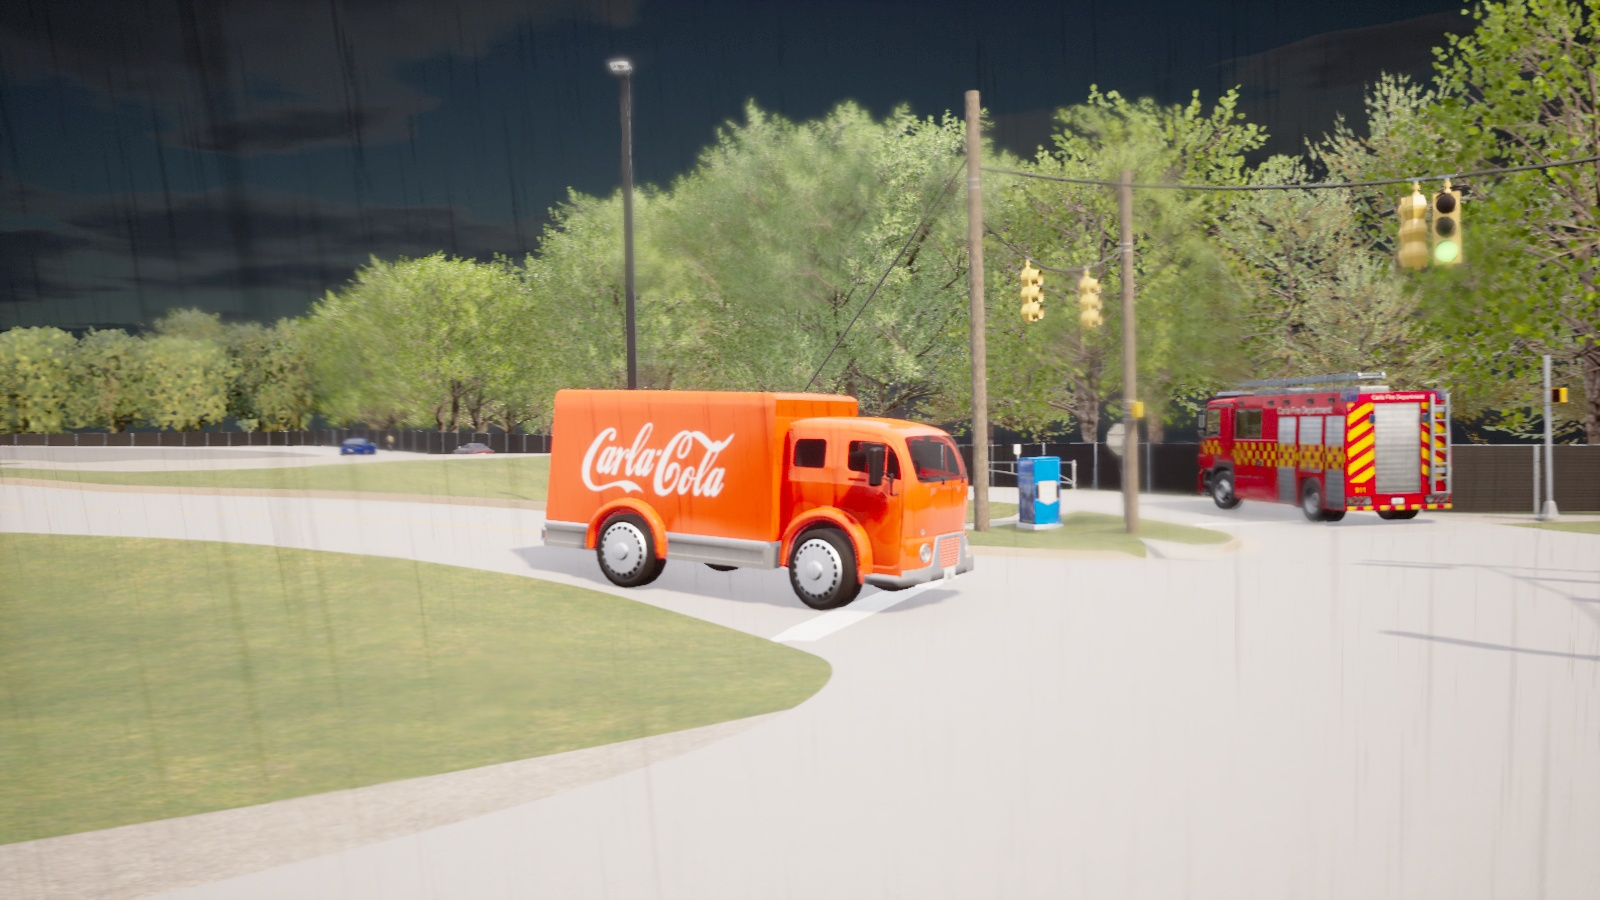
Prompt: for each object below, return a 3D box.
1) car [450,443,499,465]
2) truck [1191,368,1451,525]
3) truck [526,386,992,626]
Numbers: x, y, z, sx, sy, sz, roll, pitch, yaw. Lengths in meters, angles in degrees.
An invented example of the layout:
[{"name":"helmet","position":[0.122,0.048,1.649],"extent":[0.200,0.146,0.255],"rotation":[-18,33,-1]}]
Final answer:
[{"name":"car","position":[-23.779,0.283,91.624],"extent":[1.994,1.385,4.181],"rotation":[-2,3,-37]},{"name":"truck","position":[14.261,-0.160,35.348],"extent":[2.891,3.827,8.468],"rotation":[-2,1,-7]},{"name":"truck","position":[-0.558,0.506,15.827],"extent":[5.204,2.467,2.627],"rotation":[3,3,30]}]
